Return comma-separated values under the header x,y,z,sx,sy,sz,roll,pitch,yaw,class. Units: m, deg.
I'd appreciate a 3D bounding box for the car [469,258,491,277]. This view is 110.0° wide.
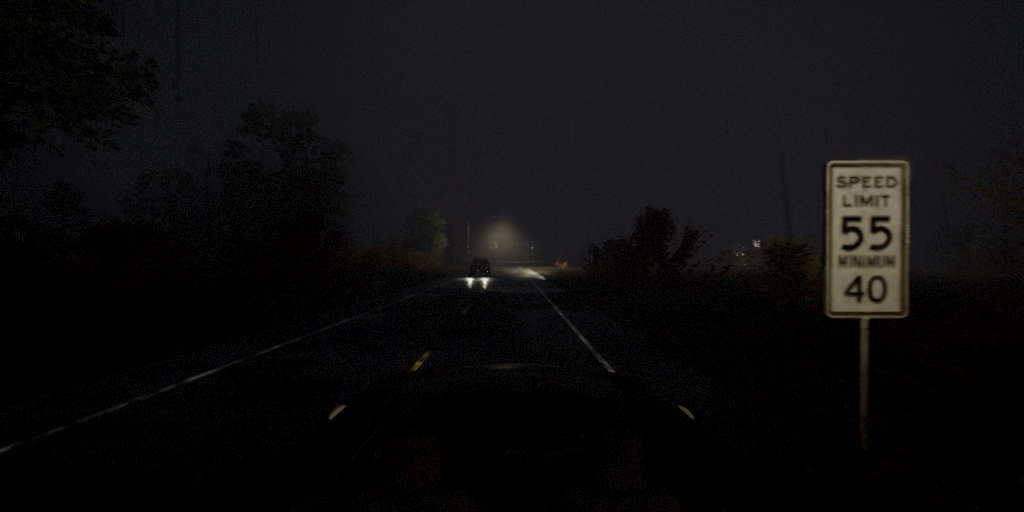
x,y,z,sx,sy,sz,roll,pitch,yaw,class
-3.506,1.196,40.069,2.150,2.045,5.566,0,0,0,car
